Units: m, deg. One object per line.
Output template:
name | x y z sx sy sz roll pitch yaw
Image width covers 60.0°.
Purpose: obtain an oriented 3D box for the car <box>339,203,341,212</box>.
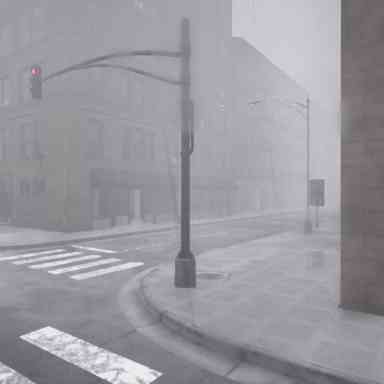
car | 20.524 1.760 43.104 1.882 1.535 5.008 0 0 36
